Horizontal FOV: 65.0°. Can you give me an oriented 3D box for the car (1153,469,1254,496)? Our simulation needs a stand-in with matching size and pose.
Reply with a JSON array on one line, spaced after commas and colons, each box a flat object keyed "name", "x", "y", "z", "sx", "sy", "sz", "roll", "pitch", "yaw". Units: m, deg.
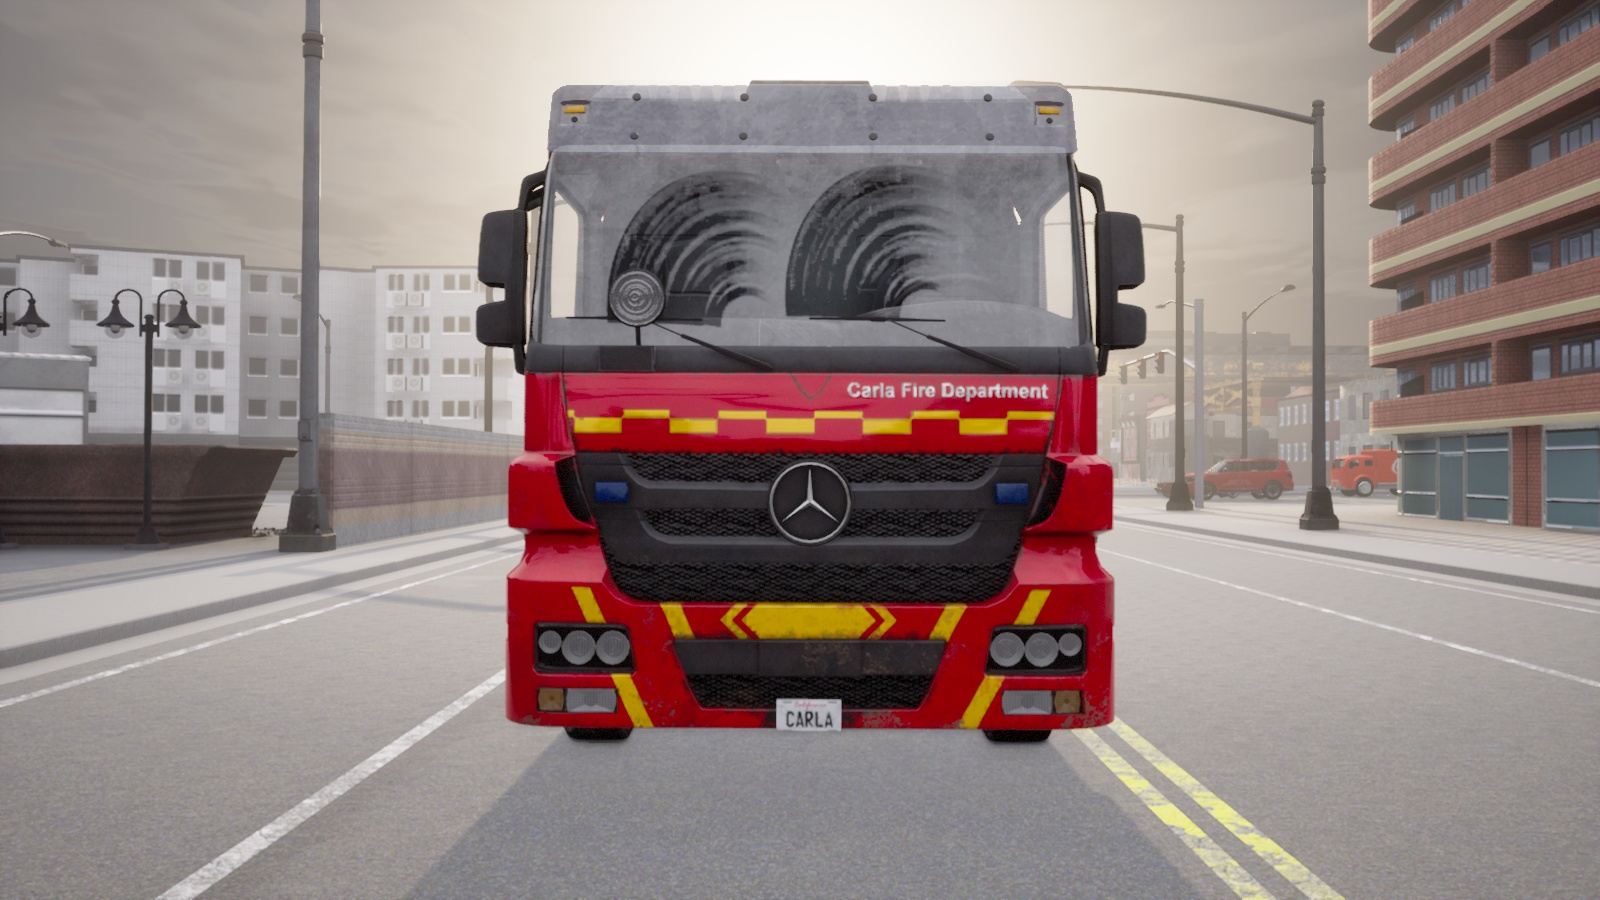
[{"name": "car", "x": 21.262, "y": 1.706, "z": 66.304, "sx": 4.718, "sy": 1.301, "sz": 1.895, "roll": -1, "pitch": -1, "yaw": 1}]

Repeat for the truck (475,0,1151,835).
[{"name": "truck", "x": 0.068, "y": -0.206, "z": 9.636, "sx": 2.891, "sy": 3.827, "sz": 8.468, "roll": 0, "pitch": -1, "yaw": 0}]

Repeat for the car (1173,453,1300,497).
[{"name": "car", "x": 21.788, "y": 1.258, "z": 62.784, "sx": 5.566, "sy": 2.045, "sz": 2.150, "roll": -1, "pitch": -1, "yaw": 2}]

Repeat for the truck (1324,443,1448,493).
[{"name": "truck", "x": 30.765, "y": 0.939, "z": 66.074, "sx": 5.204, "sy": 2.467, "sz": 2.627, "roll": -1, "pitch": -1, "yaw": 1}]
